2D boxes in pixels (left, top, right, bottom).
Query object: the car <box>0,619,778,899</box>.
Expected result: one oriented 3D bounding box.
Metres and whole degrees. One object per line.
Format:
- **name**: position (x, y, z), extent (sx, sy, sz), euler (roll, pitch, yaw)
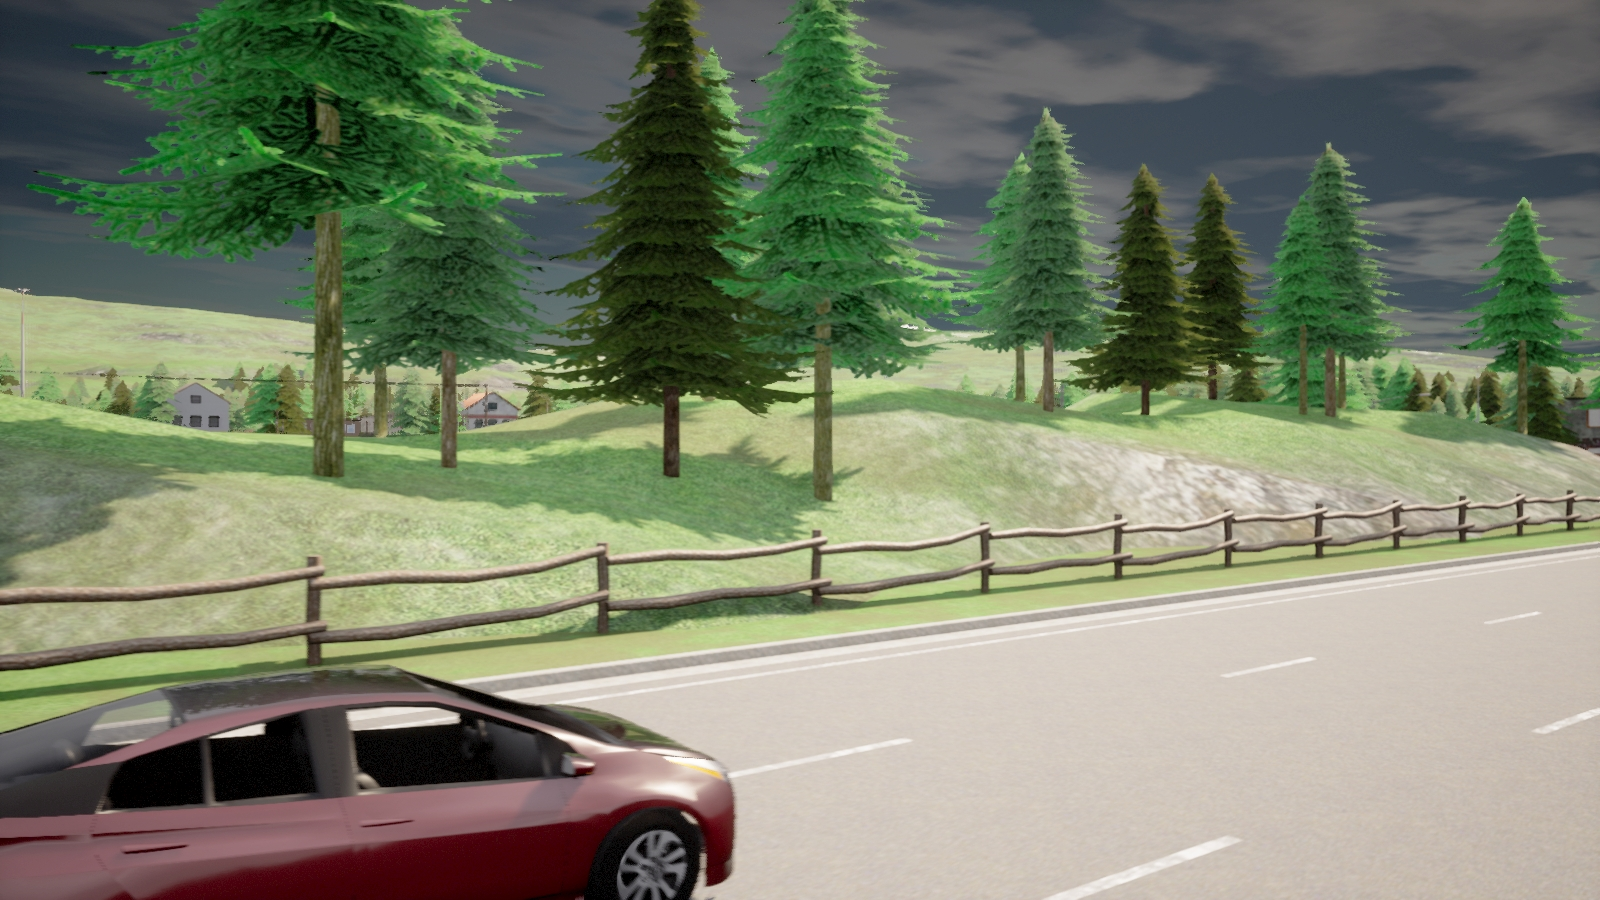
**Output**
- **car**: position (-2.560, 2.041, 6.545), extent (4.514, 1.525, 2.007), euler (0, 0, -35)
